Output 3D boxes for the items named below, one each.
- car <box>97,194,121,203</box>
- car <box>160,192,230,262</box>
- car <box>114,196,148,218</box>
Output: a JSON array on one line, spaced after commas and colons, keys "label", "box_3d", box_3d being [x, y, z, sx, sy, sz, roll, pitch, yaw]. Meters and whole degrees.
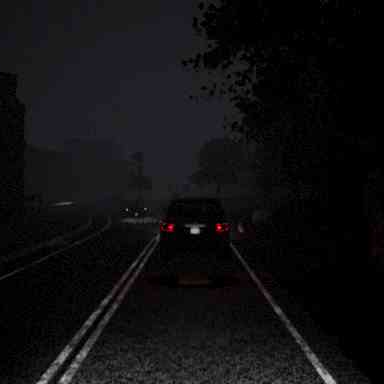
[{"label": "car", "box_3d": [-12.582, 1.002, 52.503, 1.895, 1.301, 4.718, -1, -1, 33]}, {"label": "car", "box_3d": [0.099, 1.163, 12.075, 2.150, 2.045, 5.566, 0, 0, 0]}, {"label": "car", "box_3d": [-5.019, 1.356, 27.758, 1.895, 1.301, 4.718, -1, 2, -20]}]
